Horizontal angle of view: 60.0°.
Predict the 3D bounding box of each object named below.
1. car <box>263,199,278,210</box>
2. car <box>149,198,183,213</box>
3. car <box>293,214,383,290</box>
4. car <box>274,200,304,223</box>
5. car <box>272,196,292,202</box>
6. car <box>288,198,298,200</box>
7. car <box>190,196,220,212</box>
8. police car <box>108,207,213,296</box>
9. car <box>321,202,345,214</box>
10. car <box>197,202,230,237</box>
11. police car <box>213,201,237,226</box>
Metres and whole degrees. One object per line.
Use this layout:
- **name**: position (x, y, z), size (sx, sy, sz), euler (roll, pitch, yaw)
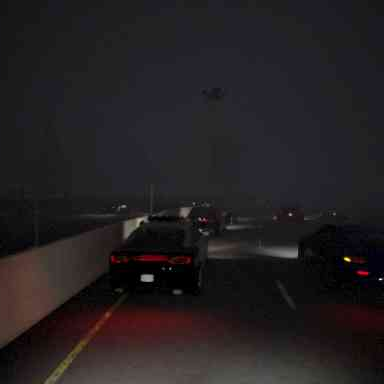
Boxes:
- **car**: position (10.514, 1.626, 43.025), size (1.812, 1.442, 4.674), euler (0, 0, 30)
- **car**: position (-2.934, 1.507, 38.492), size (1.882, 1.535, 5.008), euler (0, 0, 22)
- **car**: position (4.215, 1.557, 8.965), size (1.812, 1.442, 4.674), euler (0, 0, 5)
- **car**: position (7.743, 1.632, 26.150), size (1.994, 1.385, 4.181), euler (0, 0, 16)
- **car**: position (20.084, 1.513, 73.877), size (2.033, 1.411, 5.357), euler (0, 0, 43)
- **car**: position (16.116, 1.740, 52.633), size (1.895, 1.301, 4.718), euler (0, 0, 34)
- **car**: position (1.649, 1.406, 40.365), size (2.097, 1.767, 4.553), euler (0, 0, 24)
- **police car**: position (-0.599, 1.433, 8.883), size (1.930, 1.638, 5.238), euler (0, 0, 6)
- **car**: position (12.653, 1.622, 29.902), size (1.812, 1.442, 4.674), euler (0, 0, 20)
- **car**: position (0.805, 1.530, 18.249), size (1.837, 1.490, 4.892), euler (0, 0, 11)
- **police car**: position (2.130, 1.463, 23.958), size (1.930, 1.638, 5.238), euler (0, 0, 15)
